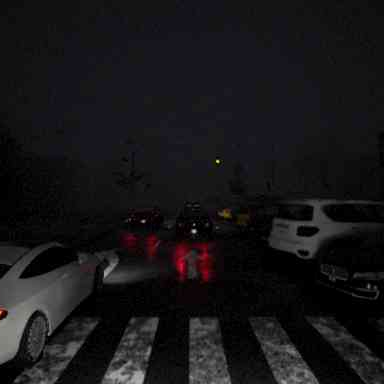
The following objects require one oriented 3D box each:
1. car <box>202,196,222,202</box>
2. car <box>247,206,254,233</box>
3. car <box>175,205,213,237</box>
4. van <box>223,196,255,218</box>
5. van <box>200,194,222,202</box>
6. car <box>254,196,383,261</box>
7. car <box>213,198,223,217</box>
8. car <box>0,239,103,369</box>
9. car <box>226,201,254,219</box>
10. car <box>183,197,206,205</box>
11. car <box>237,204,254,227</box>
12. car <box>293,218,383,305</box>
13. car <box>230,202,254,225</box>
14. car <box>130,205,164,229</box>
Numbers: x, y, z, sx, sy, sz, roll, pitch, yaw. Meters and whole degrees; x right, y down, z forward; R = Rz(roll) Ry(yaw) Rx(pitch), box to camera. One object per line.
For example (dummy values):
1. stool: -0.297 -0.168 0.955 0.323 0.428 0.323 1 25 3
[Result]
1. car: 5.050 1.849 83.594 4.674 1.452 2.002 1 -2 -20
2. car: 5.073 1.506 13.420 5.008 1.535 2.097 1 0 -20
3. car: 0.097 1.632 18.345 1.895 1.301 4.718 0 0 0
4. van: 4.959 1.324 25.310 4.442 1.987 1.878 1 0 -20
5. van: 4.949 1.498 80.578 4.442 1.987 1.878 1 -1 -20
6. car: 5.097 1.247 10.456 5.566 2.045 2.435 1 0 -20
7. car: 4.892 1.559 28.268 5.366 1.575 1.946 1 0 -20
8. car: -2.902 1.525 5.589 1.812 1.442 4.674 0 0 0
9. car: 5.091 1.569 22.383 4.792 1.488 2.163 1 -1 -20
10. car: 0.093 1.600 36.447 2.128 1.511 4.902 0 0 0
11. car: 5.060 1.517 16.405 4.892 1.521 2.231 1 0 -20
12. car: 5.078 1.496 7.454 4.892 1.521 2.231 1 0 -20
13. car: 5.240 1.526 19.453 5.366 1.575 1.946 1 -1 -20
14. car: -2.904 1.572 22.148 1.812 1.442 4.674 0 0 0
